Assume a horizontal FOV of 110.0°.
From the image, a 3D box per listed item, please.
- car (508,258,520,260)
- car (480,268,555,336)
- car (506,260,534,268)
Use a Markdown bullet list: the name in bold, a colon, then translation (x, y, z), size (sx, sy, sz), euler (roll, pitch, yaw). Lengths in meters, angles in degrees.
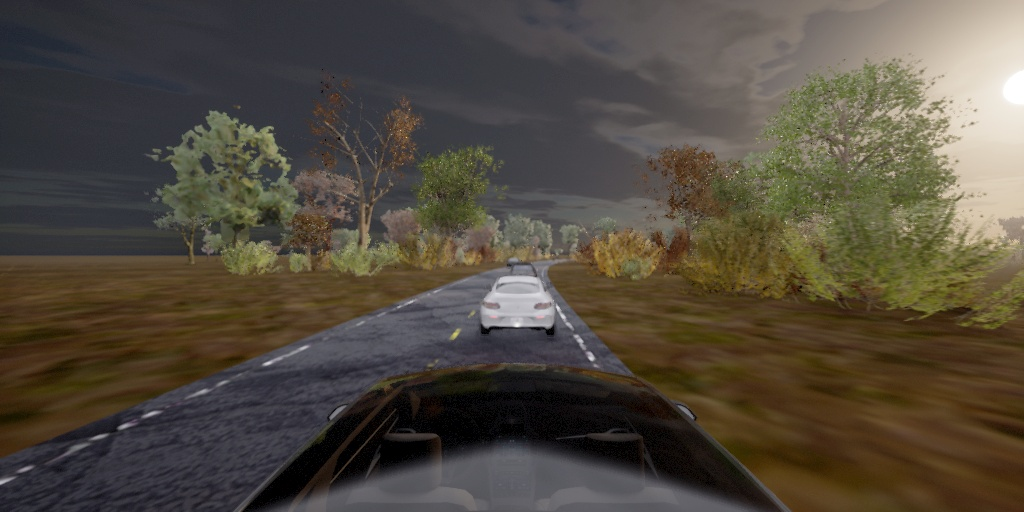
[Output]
- **car**: translation (0.280, 0.997, 53.258), size (1.882, 1.535, 5.008), euler (0, 0, 7)
- **car**: translation (0.186, 1.236, 10.159), size (1.812, 1.442, 4.674), euler (0, 0, 2)
- **car**: translation (0.771, 1.192, 24.553), size (2.033, 1.411, 5.357), euler (0, 0, 4)
